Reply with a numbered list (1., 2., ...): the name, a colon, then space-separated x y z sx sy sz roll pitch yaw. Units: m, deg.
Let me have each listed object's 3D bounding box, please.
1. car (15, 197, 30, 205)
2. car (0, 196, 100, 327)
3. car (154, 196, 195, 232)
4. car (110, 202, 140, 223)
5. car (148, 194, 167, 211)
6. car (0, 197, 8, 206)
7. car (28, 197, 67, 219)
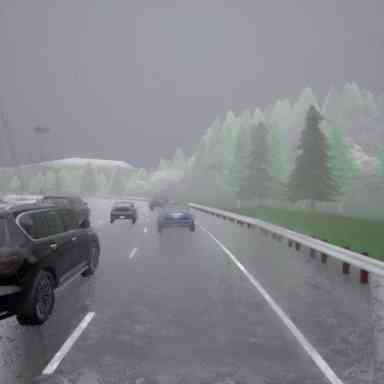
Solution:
1. car: -31.613 1.613 62.153 1.994 1.385 4.181 0 0 -19
2. car: -3.619 1.229 7.148 2.150 2.045 5.566 0 0 -2
3. car: -1.045 1.355 20.255 2.097 1.767 4.553 0 0 -5
4. car: -5.173 1.515 25.666 1.837 1.490 4.892 0 0 -7
5. car: -4.056 1.231 40.651 2.150 2.045 5.566 0 0 -11
6. car: -33.881 1.608 57.922 2.033 1.411 5.357 0 0 -17
7. car: -12.851 1.377 29.980 2.097 1.767 4.553 0 0 -8
